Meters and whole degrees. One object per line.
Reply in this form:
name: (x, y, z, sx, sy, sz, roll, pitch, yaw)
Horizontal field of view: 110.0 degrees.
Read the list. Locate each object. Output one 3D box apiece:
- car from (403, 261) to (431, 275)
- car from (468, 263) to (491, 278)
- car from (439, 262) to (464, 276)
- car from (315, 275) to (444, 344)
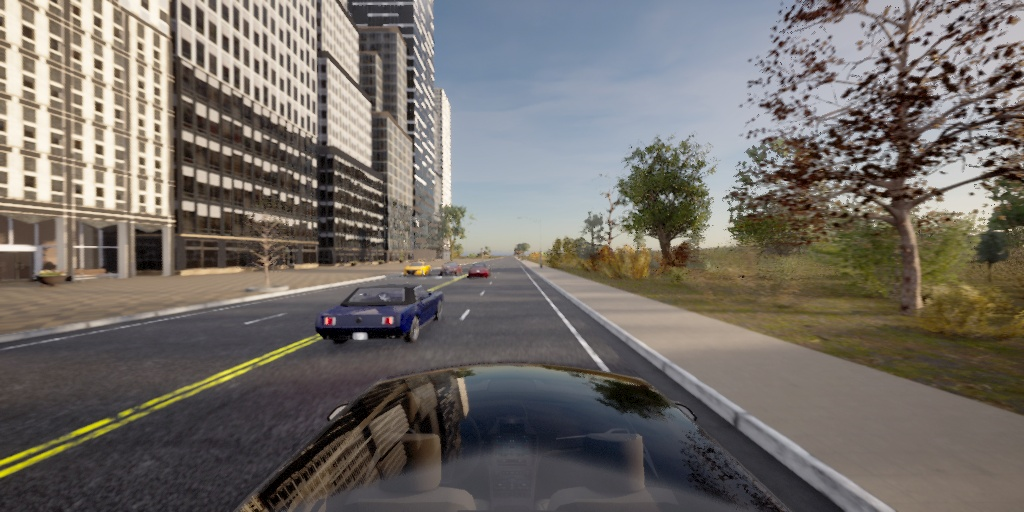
car: (-9.701, 1.307, 37.070, 1.882, 1.535, 5.008, 0, 0, 0)
car: (-3.095, 1.345, 34.734, 1.994, 1.385, 4.181, 0, 0, 0)
car: (-6.439, 1.343, 38.292, 1.812, 1.442, 4.674, 0, 0, 0)
car: (-3.141, 1.375, 9.659, 1.895, 1.301, 4.718, 0, 0, 0)
